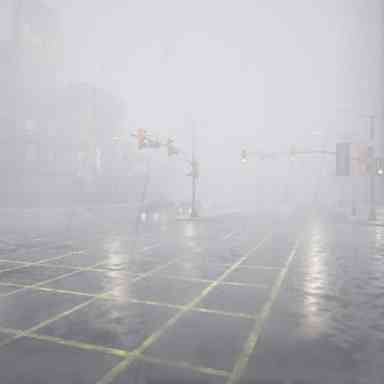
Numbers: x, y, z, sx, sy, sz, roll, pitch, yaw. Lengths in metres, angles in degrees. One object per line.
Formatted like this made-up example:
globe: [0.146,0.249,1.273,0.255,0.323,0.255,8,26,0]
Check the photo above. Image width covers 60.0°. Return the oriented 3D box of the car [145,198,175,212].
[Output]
car: [-3.704,1.478,38.954,1.882,1.535,5.008,0,0,23]

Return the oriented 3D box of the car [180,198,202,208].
car: [-0.109,1.601,48.516,1.895,1.301,4.718,0,0,21]
